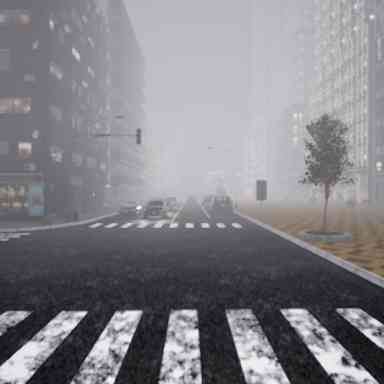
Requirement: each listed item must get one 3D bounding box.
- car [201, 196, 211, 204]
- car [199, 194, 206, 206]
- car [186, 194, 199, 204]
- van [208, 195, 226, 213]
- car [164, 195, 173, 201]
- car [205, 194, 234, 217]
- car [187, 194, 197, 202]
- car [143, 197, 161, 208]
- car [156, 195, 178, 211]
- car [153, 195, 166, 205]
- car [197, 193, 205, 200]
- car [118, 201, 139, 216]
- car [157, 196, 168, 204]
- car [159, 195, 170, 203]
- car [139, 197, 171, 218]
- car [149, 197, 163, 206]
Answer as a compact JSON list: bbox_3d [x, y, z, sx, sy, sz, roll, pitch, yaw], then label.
[{"bbox_3d":[2.679,1.466,64.130,1.887,1.381,4.507,0,0,0],"label":"car"},{"bbox_3d":[2.679,1.242,53.075,2.192,1.841,5.009,0,0,0],"label":"car"},{"bbox_3d":[-0.007,1.487,60.162,1.994,1.385,4.181,0,0,0],"label":"car"},{"bbox_3d":[2.681,1.281,36.496,1.690,1.788,3.998,0,0,0],"label":"van"},{"bbox_3d":[-5.703,1.442,80.539,1.752,1.417,4.829,0,0,0],"label":"car"},{"bbox_3d":[2.682,1.261,30.970,2.192,1.841,5.009,0,0,0],"label":"car"},{"bbox_3d":[-0.008,1.310,70.163,1.882,1.535,5.008,0,0,0],"label":"car"},{"bbox_3d":[-5.699,1.480,47.549,2.008,1.369,4.403,0,0,0],"label":"car"},{"bbox_3d":[-3.101,1.428,39.563,2.128,1.511,4.902,0,0,0],"label":"car"},{"bbox_3d":[-5.701,1.364,58.602,1.967,1.590,4.097,0,0,0],"label":"car"},{"bbox_3d":[2.378,1.273,89.203,2.097,1.767,4.553,0,0,0],"label":"car"},{"bbox_3d":[-5.697,1.497,30.969,2.008,1.369,4.403,0,0,0],"label":"car"},{"bbox_3d":[-5.701,1.503,64.129,1.802,1.307,4.206,0,0,0],"label":"car"},{"bbox_3d":[-5.703,1.359,69.655,1.967,1.590,4.097,0,0,0],"label":"car"},{"bbox_3d":[-3.103,1.454,29.162,1.837,1.490,4.892,0,0,0],"label":"car"},{"bbox_3d":[-5.700,1.471,53.074,1.887,1.381,4.507,0,0,0],"label":"car"}]
